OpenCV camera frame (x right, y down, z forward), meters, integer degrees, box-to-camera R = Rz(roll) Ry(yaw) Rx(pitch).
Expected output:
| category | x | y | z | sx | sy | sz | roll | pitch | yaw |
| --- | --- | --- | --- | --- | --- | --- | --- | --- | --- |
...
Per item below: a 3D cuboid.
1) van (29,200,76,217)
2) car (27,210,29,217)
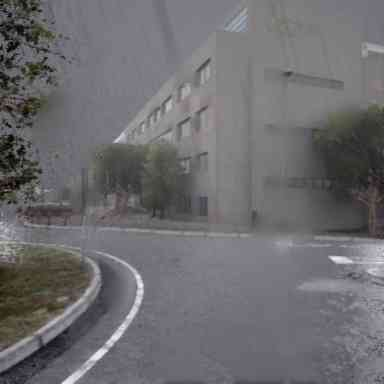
| category | x | y | z | sx | sy | sz | roll | pitch | yaw |
| --- | --- | --- | --- | --- | --- | --- | --- | --- | --- |
| van | -15.193 | 1.867 | 36.711 | 4.442 | 1.987 | 1.878 | 0 | -3 | -26 |
| car | -16.501 | 2.272 | 39.152 | 4.792 | 1.488 | 2.163 | 0 | -4 | -26 |
